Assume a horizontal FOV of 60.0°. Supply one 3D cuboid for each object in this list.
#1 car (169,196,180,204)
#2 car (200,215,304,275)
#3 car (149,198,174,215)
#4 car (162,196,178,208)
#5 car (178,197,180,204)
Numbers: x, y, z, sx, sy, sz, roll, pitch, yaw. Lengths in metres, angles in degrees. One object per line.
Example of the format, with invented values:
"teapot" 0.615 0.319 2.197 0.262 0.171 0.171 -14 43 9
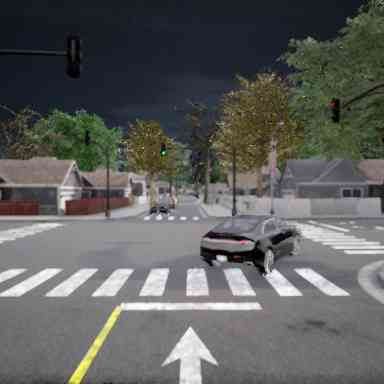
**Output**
"car" -3.473 1.575 66.891 1.837 1.490 4.892 0 0 0
"car" 2.083 1.483 10.681 2.128 1.511 4.902 -1 0 32
"car" -3.320 1.630 34.999 1.895 1.301 4.718 0 0 0
"car" -3.373 1.394 44.970 2.097 1.767 4.553 0 0 0
"car" -3.416 1.535 55.088 1.882 1.535 5.008 0 0 0
